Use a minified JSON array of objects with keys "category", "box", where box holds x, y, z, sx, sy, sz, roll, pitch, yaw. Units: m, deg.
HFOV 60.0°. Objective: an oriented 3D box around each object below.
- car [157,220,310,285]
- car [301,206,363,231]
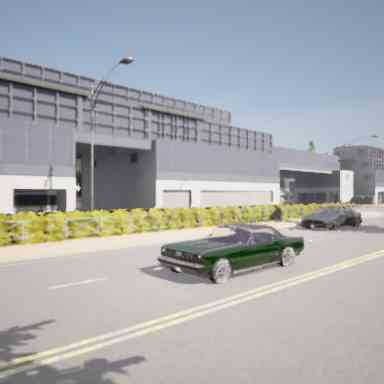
[{"category":"car","box":[1.323,1.649,9.878,4.718,1.301,1.895,0,0,-41]},{"category":"car","box":[9.097,1.636,21.348,5.357,1.411,2.033,0,0,-41]}]
